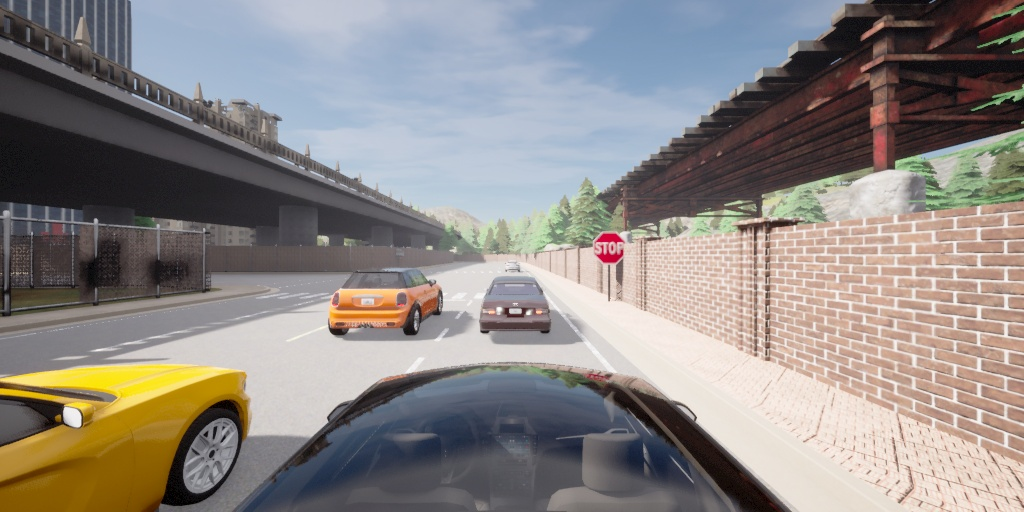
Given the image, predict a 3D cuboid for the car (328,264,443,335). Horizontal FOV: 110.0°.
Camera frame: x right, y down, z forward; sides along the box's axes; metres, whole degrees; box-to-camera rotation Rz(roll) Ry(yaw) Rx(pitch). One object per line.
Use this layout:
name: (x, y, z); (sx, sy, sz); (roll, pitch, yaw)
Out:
car: (-3.425, 1.102, 10.623); (2.097, 1.767, 4.553); (0, 0, 0)

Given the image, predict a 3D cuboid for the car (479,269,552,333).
car: (0.076, 1.297, 10.647); (2.033, 1.411, 5.357); (0, 0, 0)

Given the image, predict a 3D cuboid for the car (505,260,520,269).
car: (0.074, 1.276, 45.516); (1.812, 1.442, 4.674); (0, 0, -1)

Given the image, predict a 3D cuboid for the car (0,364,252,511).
car: (-3.398, 1.228, 1.366); (1.882, 1.535, 5.008); (0, 0, 0)
